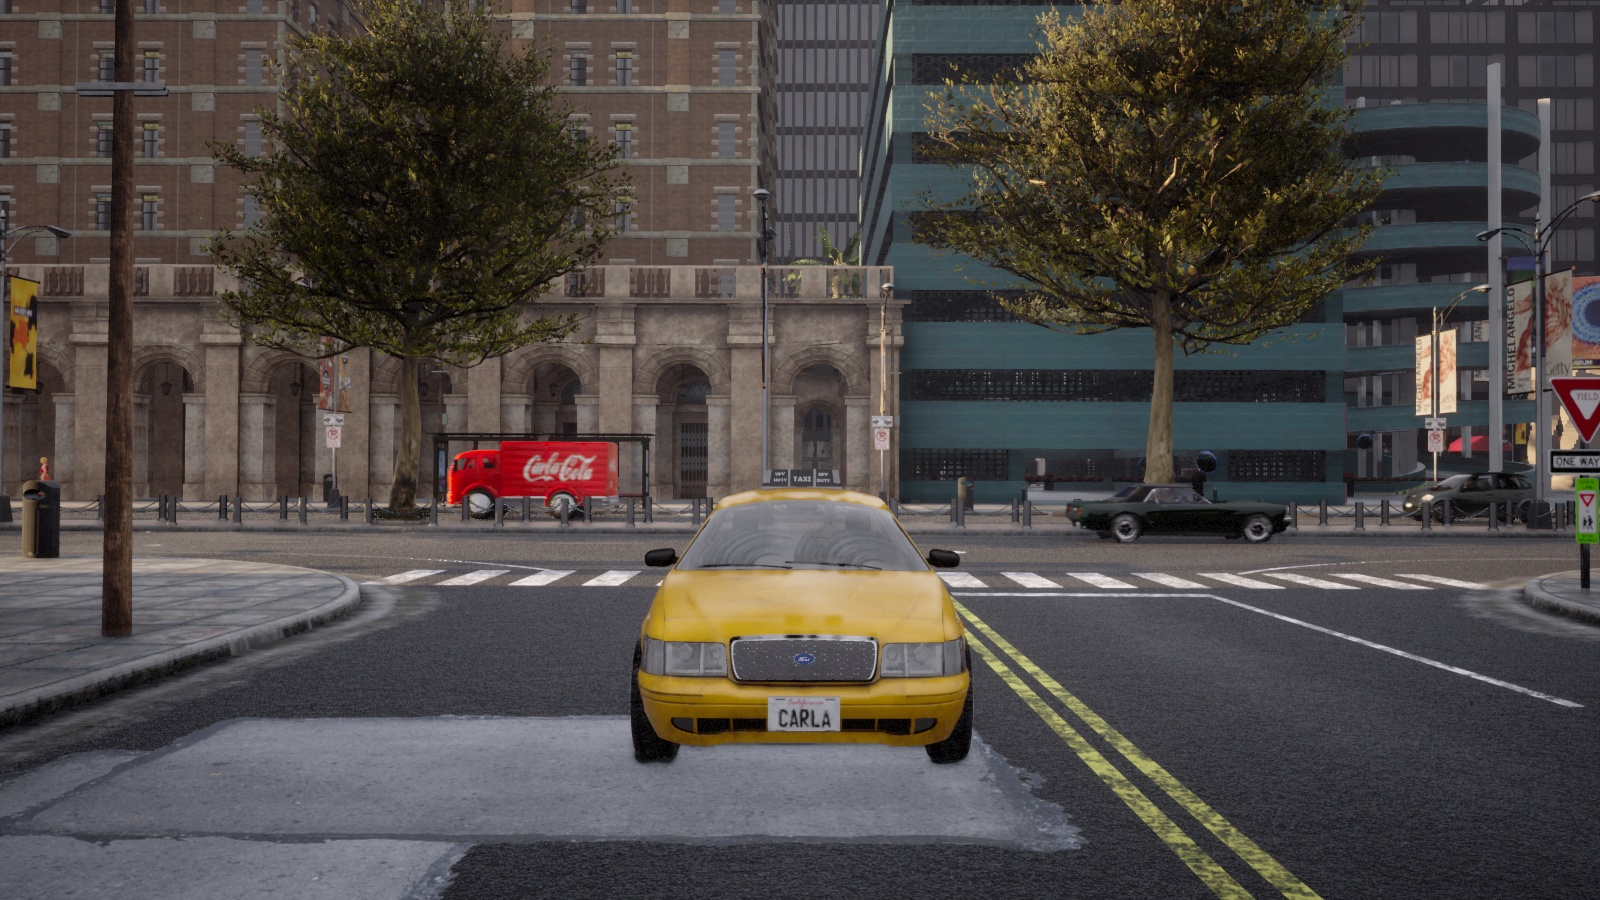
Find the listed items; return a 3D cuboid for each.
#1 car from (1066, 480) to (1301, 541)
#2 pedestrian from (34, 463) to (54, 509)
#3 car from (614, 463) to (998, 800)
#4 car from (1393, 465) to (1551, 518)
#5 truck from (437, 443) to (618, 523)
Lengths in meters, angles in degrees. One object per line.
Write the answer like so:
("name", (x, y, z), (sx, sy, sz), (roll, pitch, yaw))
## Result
("car", (8.587, 1.357, 28.422), (4.718, 1.301, 1.895), (0, -1, 1))
("pedestrian", (-29.926, 1.424, 49.722), (0.594, 1.836, 0.345), (0, -1, 1))
("car", (0.017, 0.898, 8.599), (1.801, 1.575, 5.366), (0, -1, 0))
("car", (21.204, 1.294, 39.751), (3.988, 1.617, 1.851), (0, -1, 1))
("truck", (-8.615, 1.035, 40.169), (5.204, 2.467, 2.627), (0, -1, 1))
